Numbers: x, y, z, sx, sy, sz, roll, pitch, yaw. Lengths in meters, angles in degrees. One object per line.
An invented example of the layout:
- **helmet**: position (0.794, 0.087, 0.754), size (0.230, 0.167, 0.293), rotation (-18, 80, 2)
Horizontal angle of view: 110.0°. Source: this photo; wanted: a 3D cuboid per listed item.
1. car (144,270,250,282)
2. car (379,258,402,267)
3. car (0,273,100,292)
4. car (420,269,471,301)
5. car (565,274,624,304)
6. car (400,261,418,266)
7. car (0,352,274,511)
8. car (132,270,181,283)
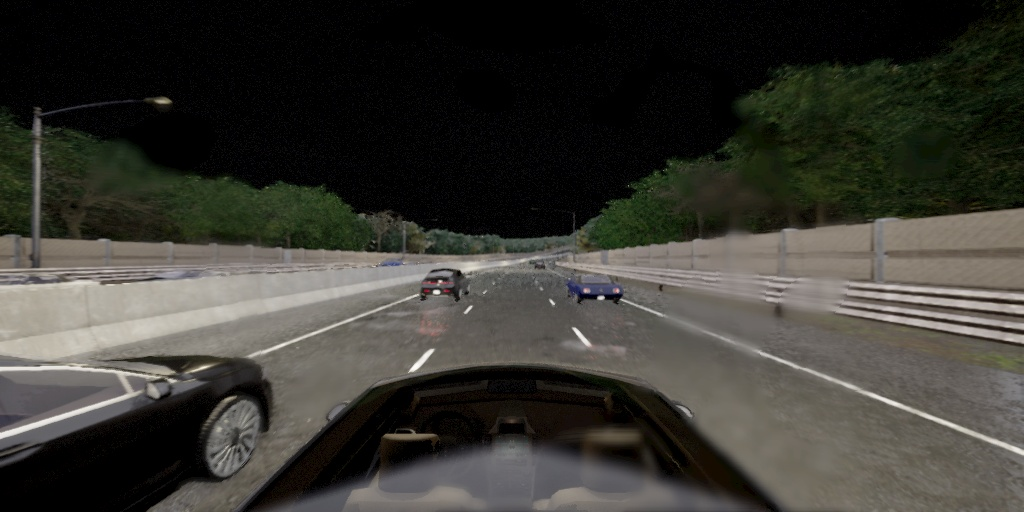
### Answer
- **car**: position (-14.005, 1.440, 17.060), size (1.895, 1.301, 4.718), rotation (0, 0, 1)
- **car**: position (-19.687, 1.418, 58.708), size (2.150, 2.045, 5.566), rotation (0, -1, 3)
- **car**: position (-21.025, 1.410, 15.193), size (1.895, 1.301, 4.718), rotation (1, -1, 1)
- **car**: position (-3.283, 1.374, 18.206), size (1.837, 1.490, 4.892), rotation (0, 0, 1)
- **car**: position (3.698, 1.474, 17.021), size (1.895, 1.301, 4.718), rotation (0, 0, 1)
- **car**: position (-16.192, 1.771, 58.646), size (1.994, 1.385, 4.181), rotation (0, -1, 3)
- **car**: position (-3.392, 1.237, 1.771), size (2.128, 1.511, 4.902), rotation (0, 0, 0)
- **car**: position (-17.474, 1.411, 18.918), size (1.994, 1.385, 4.181), rotation (0, -1, 1)
